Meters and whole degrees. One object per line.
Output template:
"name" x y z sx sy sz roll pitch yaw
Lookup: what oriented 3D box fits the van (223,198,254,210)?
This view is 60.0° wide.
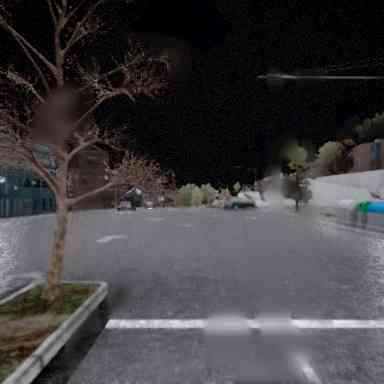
"van" 7.973 1.953 54.840 4.442 1.987 1.878 2 -2 -20

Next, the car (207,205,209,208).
"car" 8.062 3.410 93.555 5.566 2.045 2.435 2 -2 -20

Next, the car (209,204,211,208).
"car" 8.111 3.157 87.635 5.566 2.045 2.435 2 -3 -20

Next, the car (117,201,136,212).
"car" -8.858 1.971 45.467 1.994 1.385 4.181 0 -1 0

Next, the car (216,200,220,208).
"car" 7.907 2.505 63.738 5.366 1.575 1.946 2 -2 -20

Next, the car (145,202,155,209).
"car" -8.867 2.812 70.900 1.812 1.442 4.674 0 -2 0

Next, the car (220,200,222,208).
"car" 8.082 2.443 60.824 4.674 1.452 2.002 2 -2 -20

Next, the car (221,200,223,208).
"car" 8.075 2.332 57.853 4.674 1.452 2.002 2 -3 -20

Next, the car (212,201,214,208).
"car" 8.255 3.068 78.754 5.366 1.575 1.946 2 -3 -20

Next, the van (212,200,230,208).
"van" 7.978 3.303 90.554 4.442 1.987 1.878 2 -2 -20
